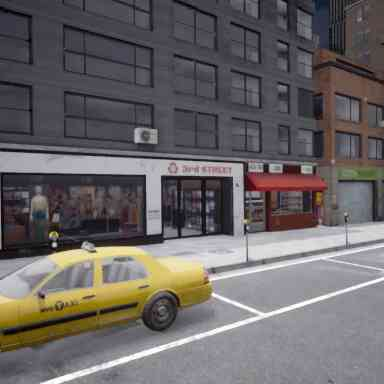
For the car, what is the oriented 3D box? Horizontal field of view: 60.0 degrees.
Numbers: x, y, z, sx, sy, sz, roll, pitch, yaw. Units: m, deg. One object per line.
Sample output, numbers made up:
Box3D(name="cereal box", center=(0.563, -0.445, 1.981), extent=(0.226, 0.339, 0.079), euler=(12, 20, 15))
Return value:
Box3D(name="car", center=(-1.912, 1.525, 5.295), extent=(4.829, 1.417, 1.752), euler=(0, -1, -35))
